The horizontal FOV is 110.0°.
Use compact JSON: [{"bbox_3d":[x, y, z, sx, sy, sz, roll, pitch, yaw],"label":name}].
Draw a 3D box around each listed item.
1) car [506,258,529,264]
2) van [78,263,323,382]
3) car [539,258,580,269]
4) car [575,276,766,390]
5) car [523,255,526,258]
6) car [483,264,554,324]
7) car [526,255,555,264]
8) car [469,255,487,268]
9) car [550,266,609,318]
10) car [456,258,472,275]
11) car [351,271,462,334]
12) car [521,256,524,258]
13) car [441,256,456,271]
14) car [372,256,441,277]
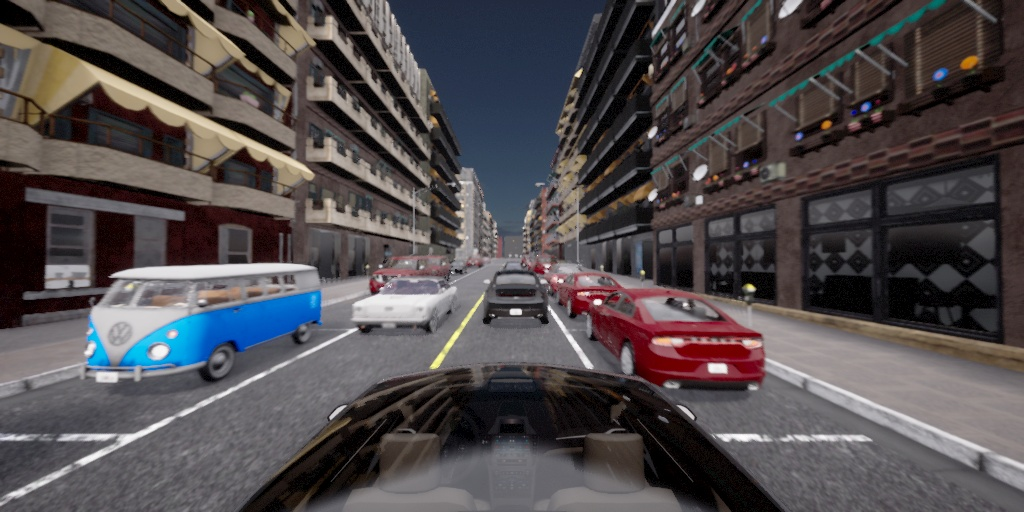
[{"bbox_3d":[0.123,1.117,28.849,1.994,1.385,4.181,0,0,0],"label":"car"},{"bbox_3d":[-5.313,1.049,6.801,1.690,1.789,3.998,0,0,0],"label":"van"},{"bbox_3d":[2.587,1.071,17.794,1.967,1.591,4.097,0,0,0],"label":"car"},{"bbox_3d":[2.570,1.258,6.733,1.888,1.381,4.507,0,0,0],"label":"car"},{"bbox_3d":[2.564,0.924,39.917,1.967,1.591,4.097,0,0,0],"label":"car"},{"bbox_3d":[0.107,1.179,11.694,1.837,1.490,4.892,0,1,0],"label":"car"},{"bbox_3d":[2.555,0.868,28.855,2.192,1.841,5.009,0,0,0],"label":"car"},{"bbox_3d":[-5.275,0.733,51.041,2.192,1.841,5.009,0,0,0],"label":"car"},{"bbox_3d":[2.575,1.216,12.262,1.888,1.381,4.507,0,0,0],"label":"car"},{"bbox_3d":[-5.289,1.080,34.452,1.948,1.339,4.313,0,0,0],"label":"car"},{"bbox_3d":[-2.840,1.282,10.484,1.895,1.301,4.718,0,0,0],"label":"car"},{"bbox_3d":[2.573,1.004,50.979,1.802,1.307,4.207,0,0,0],"label":"car"},{"bbox_3d":[-5.298,0.902,23.390,2.192,1.841,5.009,0,0,0],"label":"car"},{"bbox_3d":[-5.303,0.942,17.861,2.192,1.841,5.009,0,0,0],"label":"car"}]
